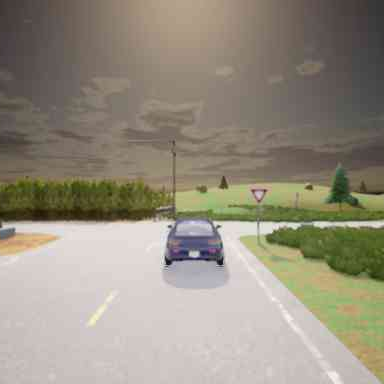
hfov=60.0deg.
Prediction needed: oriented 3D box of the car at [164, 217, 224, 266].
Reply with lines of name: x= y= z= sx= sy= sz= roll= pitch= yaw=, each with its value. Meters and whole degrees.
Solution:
car: x=0.078 y=1.584 z=11.626 sx=1.812 sy=1.442 sz=4.674 roll=0 pitch=0 yaw=0
